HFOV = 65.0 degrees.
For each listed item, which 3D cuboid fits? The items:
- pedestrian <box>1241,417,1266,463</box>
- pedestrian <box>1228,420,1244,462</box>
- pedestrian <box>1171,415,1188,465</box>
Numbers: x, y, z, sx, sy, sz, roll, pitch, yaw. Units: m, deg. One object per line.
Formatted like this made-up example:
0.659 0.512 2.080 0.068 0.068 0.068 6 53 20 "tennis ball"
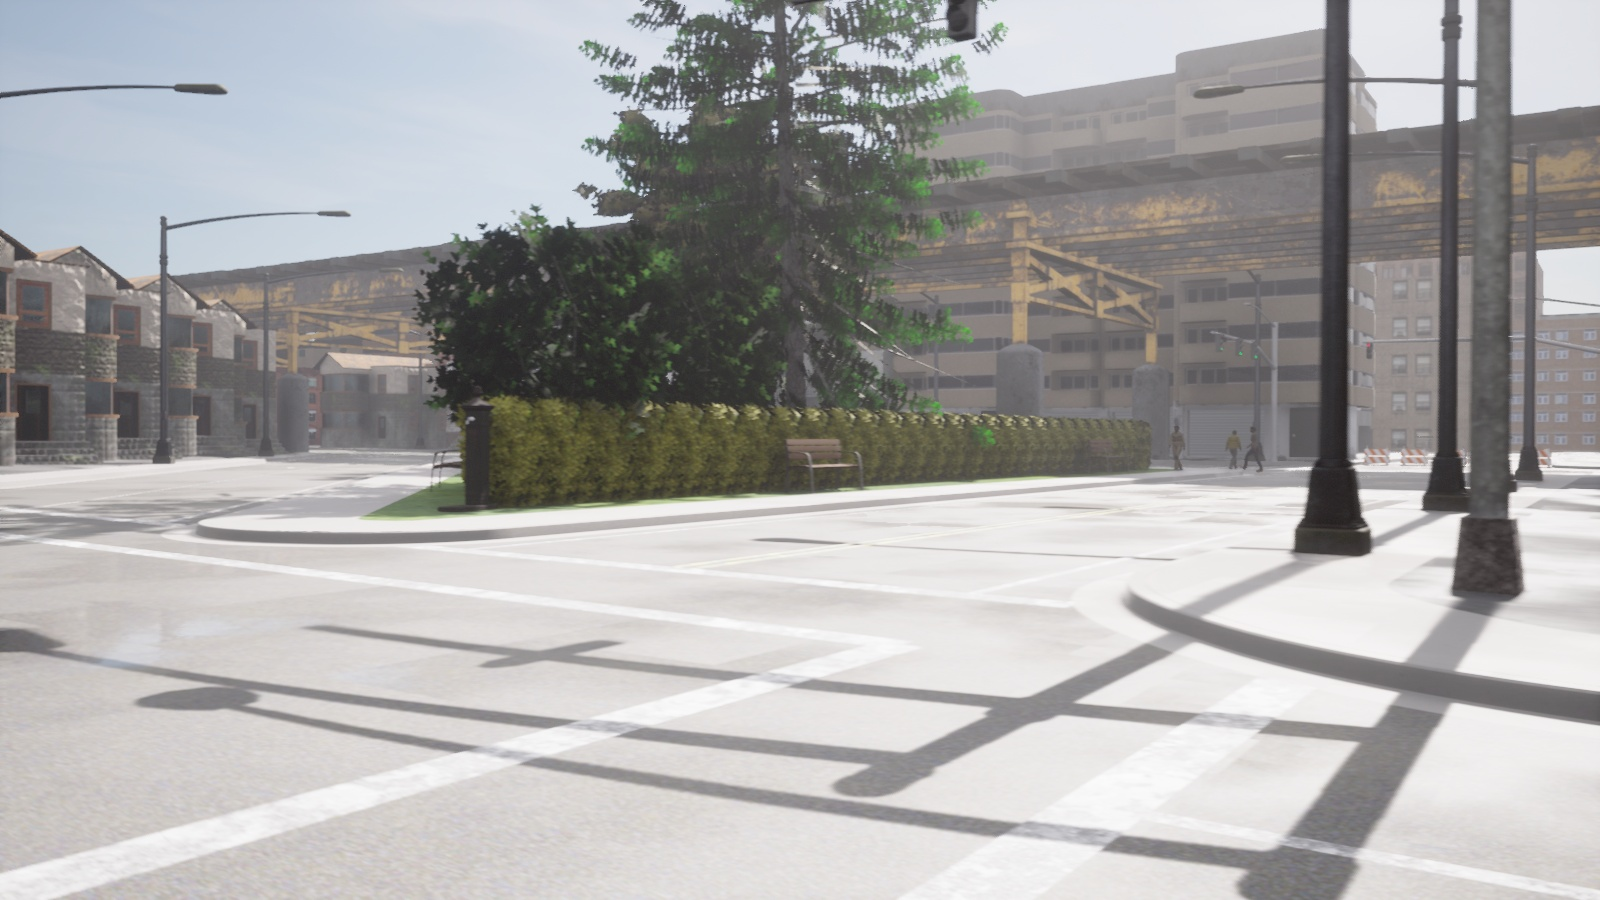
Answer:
17.952 -0.390 49.700 0.869 1.805 0.328 0 1 35 "pedestrian"
19.418 -0.409 55.901 0.370 1.835 0.726 0 1 44 "pedestrian"
14.744 -0.397 48.813 0.396 1.930 0.692 0 1 39 "pedestrian"
